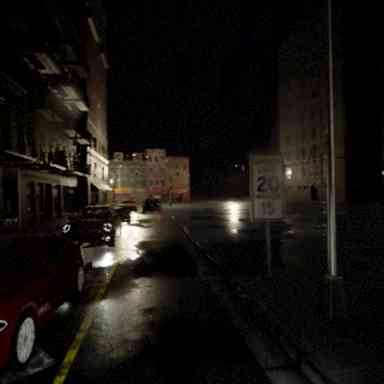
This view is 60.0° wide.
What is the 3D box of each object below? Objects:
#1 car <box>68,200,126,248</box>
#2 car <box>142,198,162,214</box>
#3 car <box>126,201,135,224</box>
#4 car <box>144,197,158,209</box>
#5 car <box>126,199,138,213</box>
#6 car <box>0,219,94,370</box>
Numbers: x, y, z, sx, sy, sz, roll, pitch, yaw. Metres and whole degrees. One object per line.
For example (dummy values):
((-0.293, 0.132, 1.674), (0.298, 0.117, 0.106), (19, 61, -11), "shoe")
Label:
((-4.357, 1.419, 14.983), (2.097, 1.767, 4.553), (-1, 0, -7), "car")
((-4.457, 1.433, 37.035), (2.097, 1.767, 4.553), (-1, 0, -7), "car")
((-5.649, 1.654, 25.272), (1.994, 1.385, 4.181), (-1, 0, -8), "car")
((-5.863, 1.594, 47.876), (1.882, 1.535, 5.008), (-1, 0, -7), "car")
((-7.231, 1.603, 38.446), (1.882, 1.535, 5.008), (-1, 0, -7), "car")
((-3.249, 1.526, 5.863), (1.882, 1.535, 5.008), (-1, 0, -6), "car")
